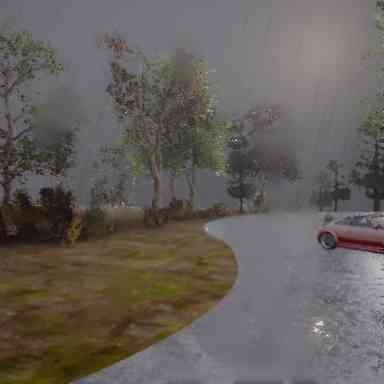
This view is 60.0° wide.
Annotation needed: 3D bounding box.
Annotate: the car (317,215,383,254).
[{"bbox_3d":[6.791,1.559,12.230,1.994,1.385,4.181,0,0,-33],"label":"car"}]
